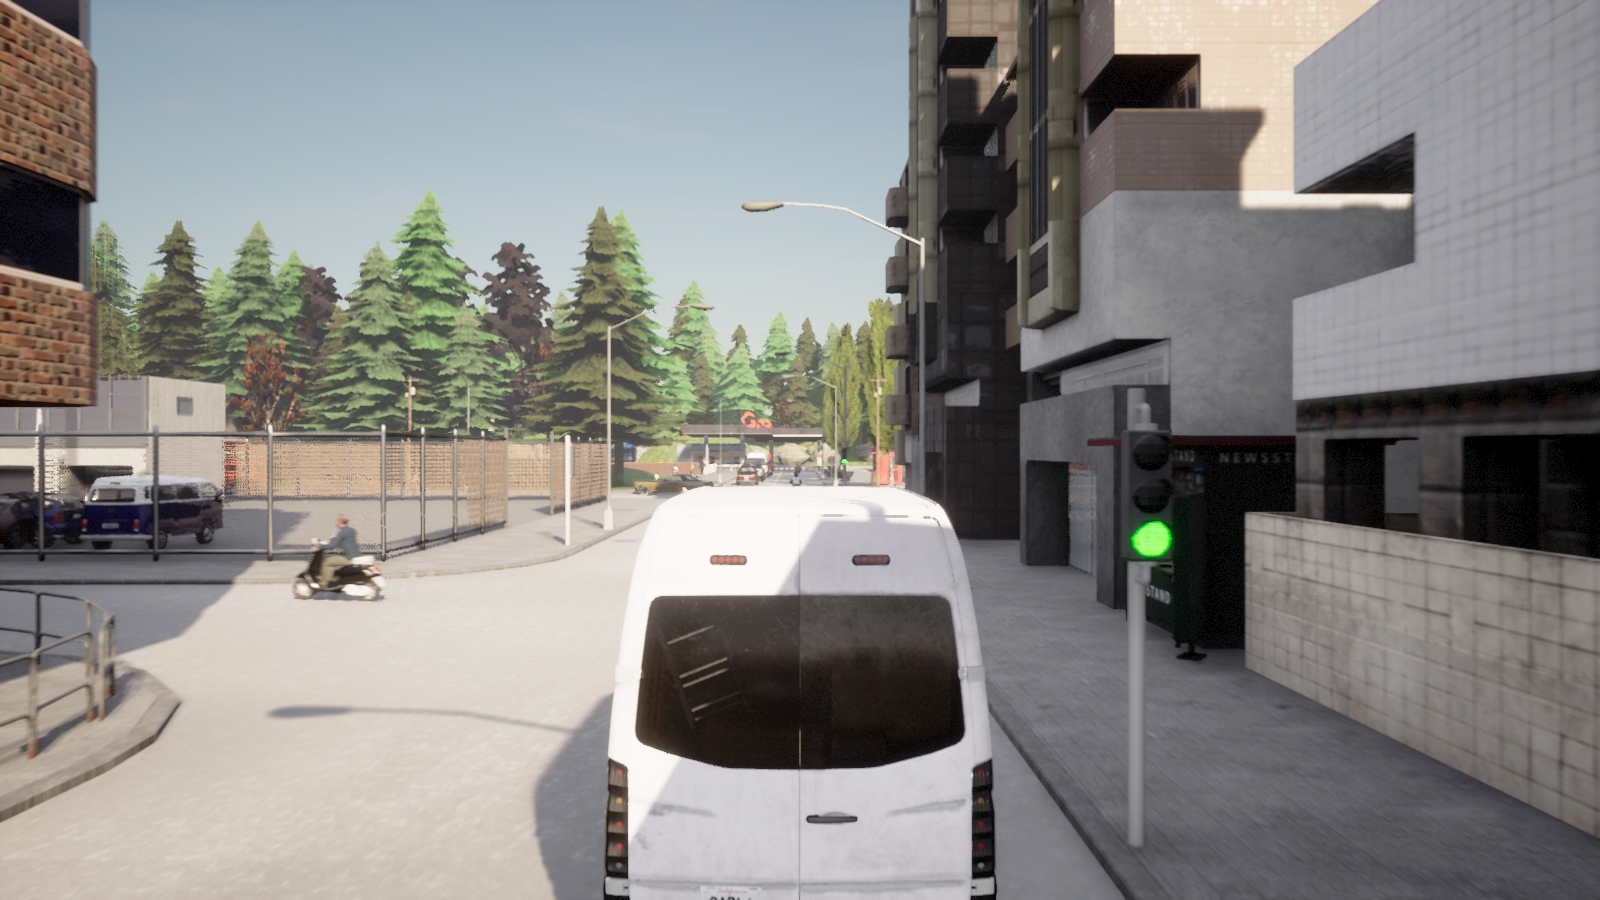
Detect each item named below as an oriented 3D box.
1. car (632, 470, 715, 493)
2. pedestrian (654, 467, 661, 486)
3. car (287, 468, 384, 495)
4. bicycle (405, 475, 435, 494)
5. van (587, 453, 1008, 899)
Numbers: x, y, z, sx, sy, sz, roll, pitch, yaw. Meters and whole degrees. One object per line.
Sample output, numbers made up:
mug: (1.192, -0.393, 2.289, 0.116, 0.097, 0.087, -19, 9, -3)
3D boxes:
car: (-7.816, 1.935, 70.640, 4.718, 1.301, 1.895, 0, 0, 15)
pedestrian: (-9.709, 1.805, 77.847, 0.375, 1.300, 0.375, 0, 0, 37)
car: (-27.170, 1.843, 66.947, 4.792, 1.488, 2.163, 0, 0, 0)
bicycle: (-22.285, 2.036, 66.955, 1.487, 1.080, 0.859, 0, 0, 0)
van: (-0.016, 1.314, 8.349, 1.988, 2.561, 5.915, 0, 0, 0)
